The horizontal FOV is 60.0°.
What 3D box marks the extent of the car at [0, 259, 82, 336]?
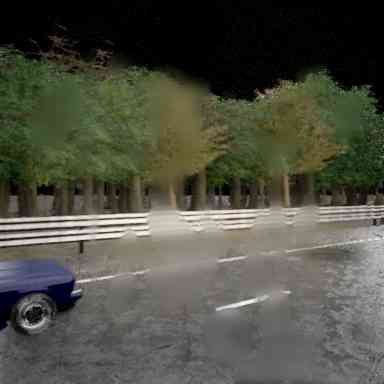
[{"bbox_3d":[-4.216,1.593,5.011,4.718,1.301,1.895,0,0,-35],"label":"car"}]
